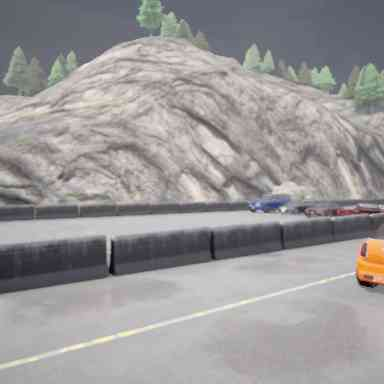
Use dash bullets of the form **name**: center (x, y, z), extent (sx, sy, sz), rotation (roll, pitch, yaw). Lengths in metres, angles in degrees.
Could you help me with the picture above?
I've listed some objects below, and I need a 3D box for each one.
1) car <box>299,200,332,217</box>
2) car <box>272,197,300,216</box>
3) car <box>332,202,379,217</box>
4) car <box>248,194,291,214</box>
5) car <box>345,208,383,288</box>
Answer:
- **car**: center (11.939, 1.580, 29.693), extent (4.181, 1.385, 1.994), rotation (0, 0, -35)
- **car**: center (10.688, 1.507, 33.098), extent (4.902, 1.511, 2.128), rotation (0, 0, -35)
- **car**: center (13.561, 1.616, 26.554), extent (4.718, 1.301, 1.895), rotation (0, 0, -35)
- **car**: center (8.550, 1.237, 35.873), extent (5.566, 2.045, 2.150), rotation (0, 0, -35)
- **car**: center (5.995, 1.358, 8.021), extent (4.553, 1.767, 2.097), rotation (0, 0, -35)
